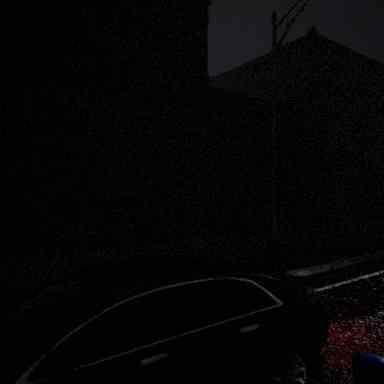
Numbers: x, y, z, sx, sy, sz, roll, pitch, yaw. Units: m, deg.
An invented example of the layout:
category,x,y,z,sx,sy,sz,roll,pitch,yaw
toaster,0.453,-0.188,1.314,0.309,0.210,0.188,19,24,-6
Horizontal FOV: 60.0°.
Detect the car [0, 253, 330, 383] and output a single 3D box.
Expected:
category,x,y,z,sx,sy,sz,roll,pitch,yaw
car,-0.697,1.502,3.349,4.892,1.490,1.837,-1,1,-31
